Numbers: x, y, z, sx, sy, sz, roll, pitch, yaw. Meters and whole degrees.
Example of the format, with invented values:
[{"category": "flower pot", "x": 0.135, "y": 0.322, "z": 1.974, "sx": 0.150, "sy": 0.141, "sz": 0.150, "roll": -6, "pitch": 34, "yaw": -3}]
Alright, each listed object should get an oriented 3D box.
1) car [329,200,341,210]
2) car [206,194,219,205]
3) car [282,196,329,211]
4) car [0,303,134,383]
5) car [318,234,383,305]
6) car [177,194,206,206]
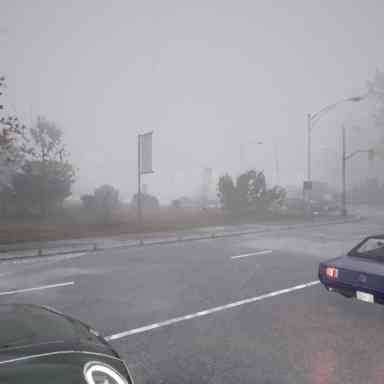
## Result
[{"category": "car", "x": 14.419, "y": 1.247, "z": 37.937, "sx": 2.128, "sy": 1.511, "sz": 4.902, "roll": -1, "pitch": 0, "yaw": -39}, {"category": "car", "x": 2.308, "y": 1.117, "z": 53.095, "sx": 2.097, "sy": 1.767, "sz": 4.553, "roll": -1, "pitch": 0, "yaw": -39}, {"category": "car", "x": 11.698, "y": 1.291, "z": 35.704, "sx": 1.837, "sy": 1.490, "sz": 4.892, "roll": -1, "pitch": 0, "yaw": -38}, {"category": "car", "x": -2.567, "y": 1.352, "z": 1.893, "sx": 4.553, "sy": 1.767, "sz": 2.097, "roll": 0, "pitch": 0, "yaw": -36}, {"category": "car", "x": 4.906, "y": 1.573, "z": 7.230, "sx": 4.718, "sy": 1.301, "sz": 1.895, "roll": 0, "pitch": 0, "yaw": -35}, {"category": "car", "x": -0.568, "y": 1.300, "z": 51.089, "sx": 1.837, "sy": 1.490, "sz": 4.892, "roll": -1, "pitch": 0, "yaw": -39}]
